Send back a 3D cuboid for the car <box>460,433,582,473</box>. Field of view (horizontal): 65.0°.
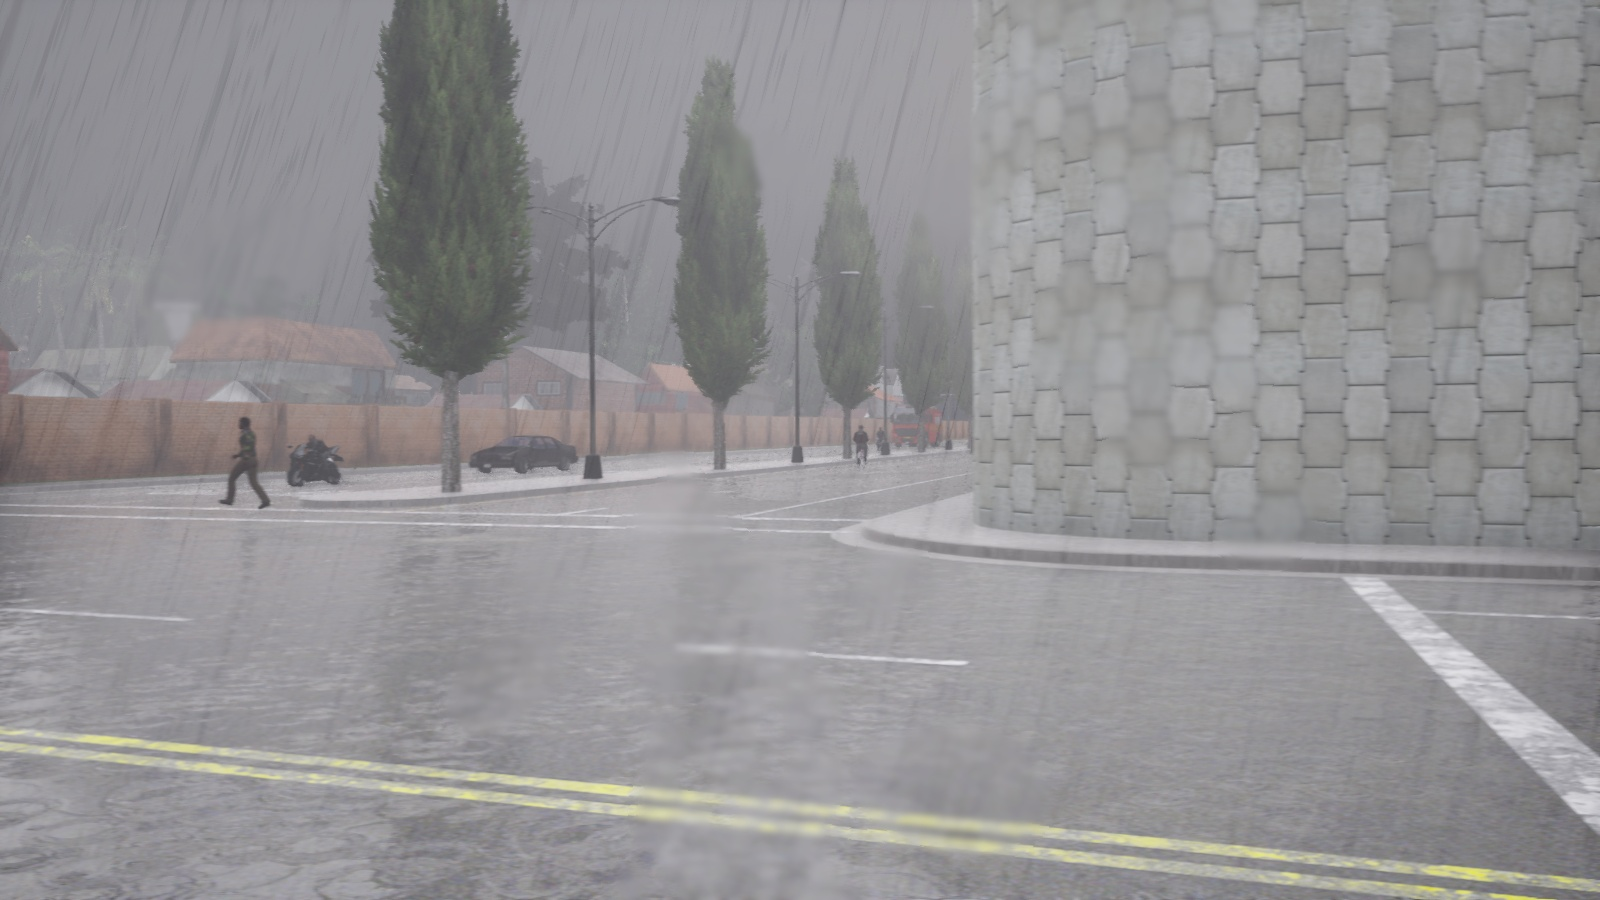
[{"bbox_3d":[-10.547,0.066,47.979,2.033,1.411,5.357,1,1,20],"label":"car"}]

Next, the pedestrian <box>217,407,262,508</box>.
[{"bbox_3d":[-10.907,0.139,24.441,0.692,1.930,0.395,0,1,7],"label":"pedestrian"}]

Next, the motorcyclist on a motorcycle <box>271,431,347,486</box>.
[{"bbox_3d":[-14.264,0.223,36.553,0.866,1.530,2.191,1,1,18],"label":"motorcyclist on a motorcycle"}]
